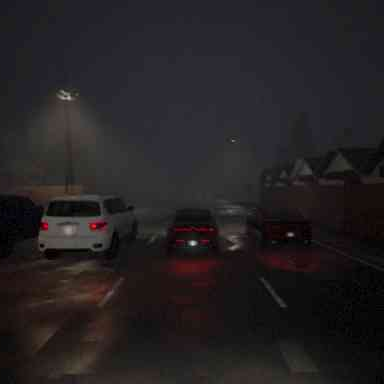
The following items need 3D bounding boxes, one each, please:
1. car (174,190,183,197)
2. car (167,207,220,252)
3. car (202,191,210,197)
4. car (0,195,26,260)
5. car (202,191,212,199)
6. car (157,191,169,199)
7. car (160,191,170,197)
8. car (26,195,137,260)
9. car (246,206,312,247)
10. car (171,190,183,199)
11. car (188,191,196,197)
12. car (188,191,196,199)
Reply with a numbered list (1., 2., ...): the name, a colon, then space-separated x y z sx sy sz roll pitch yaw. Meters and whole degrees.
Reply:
1. car: -3.485 0.349 85.516 2.097 1.767 4.553 0 1 0
2. car: 0.049 1.372 13.235 1.837 1.490 4.892 0 1 0
3. car: 3.515 0.493 85.546 1.837 1.490 4.892 0 1 0
4. car: -6.960 1.101 12.106 2.150 2.045 5.566 0 1 1
5. car: 3.513 0.759 75.544 1.812 1.442 4.674 0 1 0
6. car: -6.987 0.759 75.546 1.812 1.442 4.674 0 1 0
7. car: -6.985 0.519 85.548 2.128 1.511 4.902 0 1 0
8. car: -3.461 1.101 12.074 2.150 2.045 5.566 0 1 1
9. car: 3.557 1.332 14.391 1.882 1.535 5.008 0 1 0
10. car: -3.487 0.463 75.157 2.150 2.045 5.566 0 1 0
11. car: 0.015 0.517 85.547 1.812 1.442 4.674 0 1 0
12. car: 0.013 0.830 75.576 1.895 1.301 4.718 0 1 0
